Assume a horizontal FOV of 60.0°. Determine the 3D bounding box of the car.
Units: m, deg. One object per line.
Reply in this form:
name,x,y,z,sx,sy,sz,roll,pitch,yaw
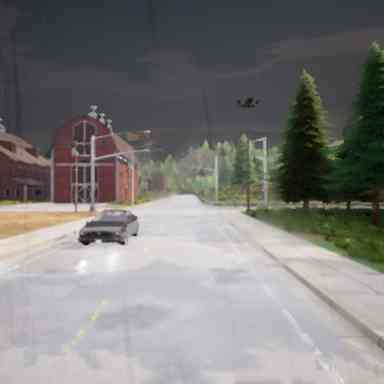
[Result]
car,-3.640,1.542,15.618,2.033,1.411,5.357,0,0,0
